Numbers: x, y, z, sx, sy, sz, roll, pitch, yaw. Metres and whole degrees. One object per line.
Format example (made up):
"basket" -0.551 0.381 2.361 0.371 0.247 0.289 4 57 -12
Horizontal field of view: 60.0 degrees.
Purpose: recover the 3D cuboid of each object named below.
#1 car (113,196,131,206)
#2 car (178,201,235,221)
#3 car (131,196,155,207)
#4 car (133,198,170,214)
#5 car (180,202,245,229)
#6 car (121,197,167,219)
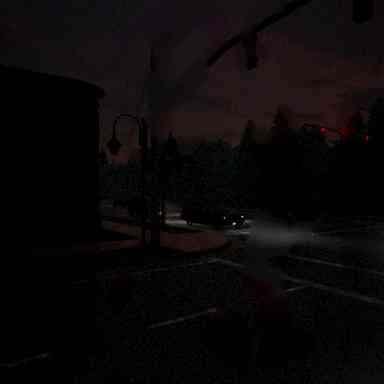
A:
"car" -10.561 1.352 51.316 2.097 1.767 4.553 0 0 -35
"car" 1.084 1.547 28.264 2.033 1.411 5.357 0 0 -35
"car" -7.997 1.505 53.761 1.837 1.490 4.892 0 0 -35
"car" -4.532 1.478 36.337 1.882 1.535 5.008 0 0 -34
"car" 1.287 1.601 21.875 1.895 1.301 4.718 0 0 -35
"car" -4.053 1.492 29.513 2.128 1.511 4.902 0 0 -35
